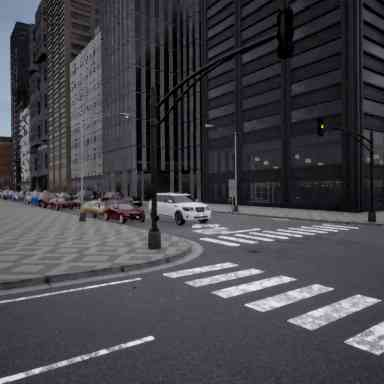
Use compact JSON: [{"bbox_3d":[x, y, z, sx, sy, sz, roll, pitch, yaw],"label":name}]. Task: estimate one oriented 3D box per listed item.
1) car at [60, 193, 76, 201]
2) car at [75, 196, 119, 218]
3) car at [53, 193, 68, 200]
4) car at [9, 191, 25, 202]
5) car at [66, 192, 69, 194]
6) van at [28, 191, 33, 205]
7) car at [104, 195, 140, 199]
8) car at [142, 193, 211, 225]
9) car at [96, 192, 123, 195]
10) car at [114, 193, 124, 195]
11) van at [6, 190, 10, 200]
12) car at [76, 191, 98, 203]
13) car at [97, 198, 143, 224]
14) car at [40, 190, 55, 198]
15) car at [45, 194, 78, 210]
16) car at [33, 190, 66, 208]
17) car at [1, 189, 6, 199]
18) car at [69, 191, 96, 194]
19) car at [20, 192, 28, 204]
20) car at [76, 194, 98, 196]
[{"bbox_3d":[-24.456,0.948,65.476,1.802,1.307,4.206,0,1,-36],"label":"car"},{"bbox_3d":[-8.148,1.352,28.461,1.752,1.417,4.829,0,1,-36],"label":"car"},{"bbox_3d":[-27.757,0.853,70.029,1.887,1.381,4.507,0,1,-36],"label":"car"},{"bbox_3d":[-31.359,0.903,60.474,1.967,1.590,4.097,0,1,-36],"label":"car"},{"bbox_3d":[-21.857,0.830,57.332,2.097,1.767,4.553,-1,1,-36],"label":"car"},{"bbox_3d":[-21.454,0.969,46.813,1.690,1.788,3.998,0,1,-36],"label":"van"},{"bbox_3d":[-7.045,1.327,31.630,2.033,1.411,5.357,-1,1,-35],"label":"car"},{"bbox_3d":[-1.036,1.085,23.331,2.150,2.045,5.566,-1,1,-36],"label":"car"},{"bbox_3d":[-11.249,0.898,47.260,2.192,1.841,5.009,0,1,-36],"label":"car"},{"bbox_3d":[-7.948,1.199,42.709,1.947,1.339,4.313,0,1,-36],"label":"car"},{"bbox_3d":[-34.660,0.746,65.026,1.690,1.788,3.998,0,1,-36],"label":"van"},{"bbox_3d":[-17.851,0.793,56.367,2.192,1.841,5.009,0,1,-36],"label":"car"},{"bbox_3d":[-4.945,1.416,24.045,1.887,1.381,4.507,0,1,-36],"label":"car"},{"bbox_3d":[-34.359,0.509,79.133,2.192,1.841,5.009,0,1,-36],"label":"car"},{"bbox_3d":[-14.851,1.275,37.706,1.887,1.381,4.507,0,1,-36],"label":"car"},{"bbox_3d":[-18.152,0.995,42.258,2.192,1.841,5.009,0,1,-36],"label":"car"},{"bbox_3d":[-37.962,0.663,69.579,2.192,1.841,5.009,0,1,-36],"label":"car"},{"bbox_3d":[-15.678,0.799,48.877,2.150,2.045,5.566,-1,1,-38],"label":"car"},{"bbox_3d":[-24.757,1.125,51.368,2.008,1.369,4.403,0,1,-36],"label":"car"},{"bbox_3d":[-12.935,1.258,39.778,1.994,1.385,4.181,-1,1,-35],"label":"car"}]
